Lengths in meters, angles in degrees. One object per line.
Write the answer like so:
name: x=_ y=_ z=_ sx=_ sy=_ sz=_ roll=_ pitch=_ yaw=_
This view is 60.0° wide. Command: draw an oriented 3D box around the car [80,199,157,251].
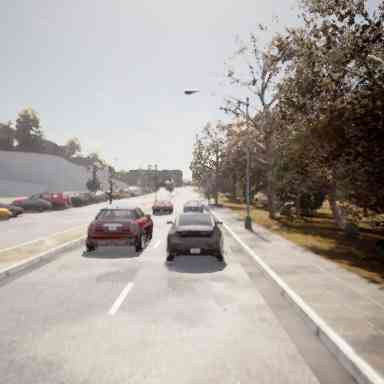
car: x=-2.897 y=1.353 z=14.286 sx=2.097 sy=1.767 sz=4.553 roll=0 pitch=0 yaw=0

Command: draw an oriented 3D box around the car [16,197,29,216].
car: x=-16.834 y=1.448 z=28.116 sx=4.792 sy=1.488 sz=2.163 roll=-1 pitch=0 yaw=-20

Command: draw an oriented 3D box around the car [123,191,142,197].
car: x=-16.831 y=0.437 z=93.971 sx=4.792 sy=1.488 sz=2.163 roll=-1 pitch=2 yaw=-20

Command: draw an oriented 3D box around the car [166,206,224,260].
car: x=0.102 y=1.508 z=12.377 sx=1.837 sy=1.490 sz=4.892 roll=0 pitch=0 yaw=0

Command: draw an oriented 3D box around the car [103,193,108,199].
car: x=-16.834 y=1.106 z=54.954 sx=4.674 sy=1.452 sz=2.002 roll=-1 pitch=1 yaw=-20

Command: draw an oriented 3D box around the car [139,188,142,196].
car: x=-16.639 y=0.540 z=88.044 sx=5.366 sy=1.575 sz=1.946 roll=-1 pitch=1 yaw=-20

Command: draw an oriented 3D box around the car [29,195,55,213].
car: x=-16.853 y=1.394 z=34.073 sx=4.674 sy=1.452 sz=2.002 roll=-1 pitch=1 yaw=-20

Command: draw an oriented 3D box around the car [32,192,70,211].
car: x=-16.883 y=1.067 z=37.040 sx=5.566 sy=2.045 sz=2.435 roll=-1 pitch=1 yaw=-20

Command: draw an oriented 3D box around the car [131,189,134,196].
car: x=-16.823 y=0.757 z=78.973 sx=4.674 sy=1.452 sz=2.002 roll=-1 pitch=1 yaw=-20

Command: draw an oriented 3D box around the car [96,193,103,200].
car: x=-16.814 y=0.982 z=51.980 sx=4.553 sy=1.767 sz=2.185 roll=-1 pitch=1 yaw=-20

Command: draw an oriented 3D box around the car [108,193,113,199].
car: x=-16.811 y=1.052 z=57.972 sx=4.792 sy=1.488 sz=2.163 roll=-1 pitch=1 yaw=-20

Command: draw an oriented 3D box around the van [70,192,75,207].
van: x=-16.746 y=1.049 z=40.083 sx=4.442 sy=1.987 sz=1.878 roll=-1 pitch=1 yaw=-20

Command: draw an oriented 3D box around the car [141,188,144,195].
car: x=-16.837 y=0.229 z=90.966 sx=5.566 sy=2.045 sz=2.435 roll=-1 pitch=2 yaw=-20

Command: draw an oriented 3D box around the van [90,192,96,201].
van: x=-16.955 y=0.926 z=48.944 sx=4.442 sy=1.987 sz=1.878 roll=-1 pitch=1 yaw=-20

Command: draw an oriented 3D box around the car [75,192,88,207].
car: x=-16.827 y=0.983 z=43.036 sx=5.566 sy=2.045 sz=2.435 roll=-1 pitch=1 yaw=-20

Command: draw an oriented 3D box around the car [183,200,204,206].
car: x=0.108 y=1.449 z=30.424 sx=2.033 sy=1.411 sz=5.357 roll=0 pitch=1 yaw=0

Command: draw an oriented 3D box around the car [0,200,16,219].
car: x=-16.692 y=1.438 z=25.188 sx=5.366 sy=1.575 sz=1.946 roll=-1 pitch=0 yaw=-20

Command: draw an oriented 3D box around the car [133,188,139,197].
car: x=-16.794 y=0.416 z=81.987 sx=5.566 sy=2.045 sz=2.435 roll=-1 pitch=1 yaw=-20

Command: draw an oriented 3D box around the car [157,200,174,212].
car: x=-2.892 y=1.462 z=33.874 sx=1.895 sy=1.301 sz=4.718 roll=0 pitch=1 yaw=0

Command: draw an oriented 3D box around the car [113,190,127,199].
car: x=-16.801 y=0.882 z=69.977 sx=4.792 sy=1.488 sz=2.163 roll=-1 pitch=1 yaw=-20

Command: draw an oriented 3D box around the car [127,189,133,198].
car: x=-16.993 y=0.766 z=75.900 sx=5.366 sy=1.575 sz=1.946 roll=-1 pitch=1 yaw=-20

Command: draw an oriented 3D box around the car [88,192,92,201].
car: x=-16.840 y=1.193 z=46.008 sx=4.892 sy=1.521 sz=2.231 roll=-1 pitch=1 yaw=-20
